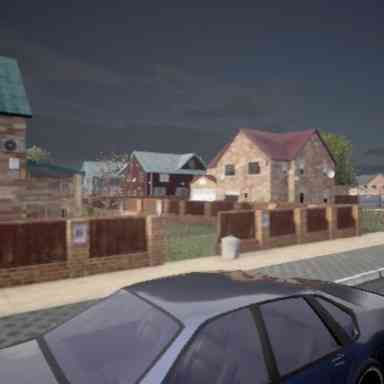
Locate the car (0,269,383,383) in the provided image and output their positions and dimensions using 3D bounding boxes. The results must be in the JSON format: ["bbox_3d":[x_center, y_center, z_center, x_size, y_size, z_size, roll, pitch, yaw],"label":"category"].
[{"bbox_3d":[0.043,1.546,3.044,5.357,1.411,2.033,0,0,-35],"label":"car"}]
